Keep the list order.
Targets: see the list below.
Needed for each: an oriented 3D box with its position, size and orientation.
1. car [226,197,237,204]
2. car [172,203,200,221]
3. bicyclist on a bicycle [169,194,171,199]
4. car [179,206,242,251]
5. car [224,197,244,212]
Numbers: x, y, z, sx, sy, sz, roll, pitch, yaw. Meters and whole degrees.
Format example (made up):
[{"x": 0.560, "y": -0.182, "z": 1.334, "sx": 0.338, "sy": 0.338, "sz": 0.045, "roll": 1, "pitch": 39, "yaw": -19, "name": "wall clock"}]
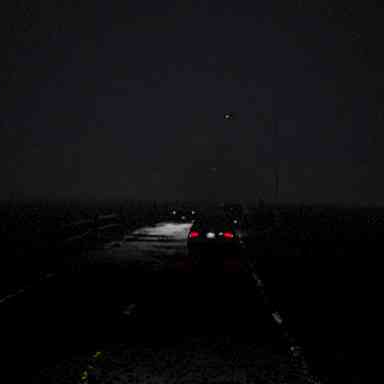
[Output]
[{"x": 7.955, "y": 1.674, "z": 66.800, "sx": 1.994, "sy": 1.385, "sz": 4.181, "roll": 0, "pitch": 0, "yaw": 12, "name": "car"}, {"x": -0.244, "y": 1.617, "z": 27.018, "sx": 1.895, "sy": 1.301, "sz": 4.718, "roll": 0, "pitch": 0, "yaw": 10, "name": "car"}, {"x": -6.116, "y": 1.278, "z": 93.802, "sx": 0.582, "sy": 1.620, "sz": 1.656, "roll": 1, "pitch": 0, "yaw": 14, "name": "bicyclist on a bicycle"}, {"x": 0.919, "y": 1.558, "z": 14.128, "sx": 2.033, "sy": 1.411, "sz": 5.357, "roll": 0, "pitch": 0, "yaw": 6, "name": "car"}, {"x": 4.451, "y": 1.508, "z": 35.559, "sx": 1.882, "sy": 1.535, "sz": 5.008, "roll": 0, "pitch": 0, "yaw": 11, "name": "car"}]
